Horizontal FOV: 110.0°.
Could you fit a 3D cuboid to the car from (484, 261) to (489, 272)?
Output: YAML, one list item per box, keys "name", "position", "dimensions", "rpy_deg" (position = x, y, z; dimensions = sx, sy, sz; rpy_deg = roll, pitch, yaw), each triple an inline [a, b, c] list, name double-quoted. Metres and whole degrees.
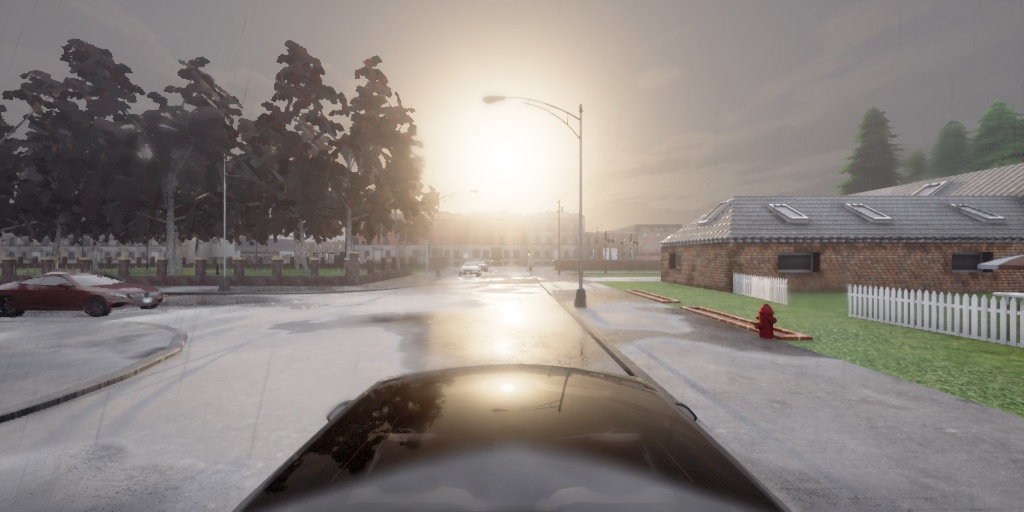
- name: "car"
  position: [-4.060, 1.276, 45.468]
  dimensions: [1.812, 1.442, 4.674]
  rpy_deg: [0, 0, 0]

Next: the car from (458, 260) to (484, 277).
- name: "car"
  position: [-4.088, 1.276, 35.668]
  dimensions: [1.812, 1.442, 4.674]
  rpy_deg: [0, 0, 0]

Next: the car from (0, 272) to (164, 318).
- name: "car"
  position: [-15.021, 1.276, 12.481]
  dimensions: [4.674, 1.442, 1.812]
  rpy_deg: [0, 0, 0]
